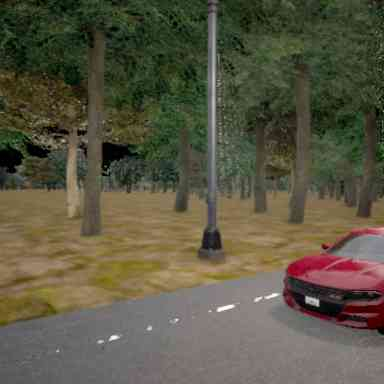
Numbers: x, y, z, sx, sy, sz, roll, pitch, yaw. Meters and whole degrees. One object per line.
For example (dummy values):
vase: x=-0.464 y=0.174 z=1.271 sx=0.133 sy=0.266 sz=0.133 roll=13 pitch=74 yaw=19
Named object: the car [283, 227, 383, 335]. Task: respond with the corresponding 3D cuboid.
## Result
car: x=3.978 y=1.500 z=6.827 sx=5.008 sy=1.535 sz=1.882 roll=0 pitch=0 yaw=-35
